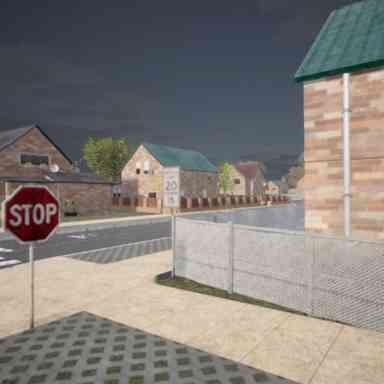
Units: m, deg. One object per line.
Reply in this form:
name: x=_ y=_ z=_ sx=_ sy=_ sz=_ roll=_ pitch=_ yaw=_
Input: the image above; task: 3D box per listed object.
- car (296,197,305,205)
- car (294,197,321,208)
car: x=13.528 y=1.401 z=37.750 sx=2.033 sy=1.411 sz=5.357 roll=-1 pitch=0 yaw=36
car: x=15.882 y=1.417 z=45.603 sx=2.033 sy=1.411 sz=5.357 roll=-1 pitch=0 yaw=36
